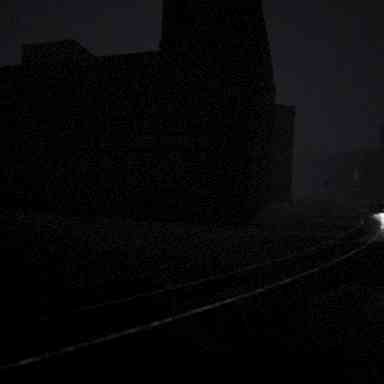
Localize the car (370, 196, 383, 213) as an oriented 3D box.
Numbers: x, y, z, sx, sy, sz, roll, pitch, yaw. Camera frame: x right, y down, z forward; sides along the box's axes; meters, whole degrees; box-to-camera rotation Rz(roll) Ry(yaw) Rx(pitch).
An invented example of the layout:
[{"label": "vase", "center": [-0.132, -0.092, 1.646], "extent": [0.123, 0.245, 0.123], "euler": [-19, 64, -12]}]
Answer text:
[{"label": "car", "center": [16.381, 1.031, 27.882], "extent": [1.994, 1.385, 4.181], "euler": [2, 2, 17]}]
